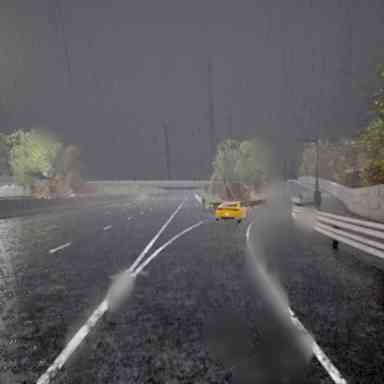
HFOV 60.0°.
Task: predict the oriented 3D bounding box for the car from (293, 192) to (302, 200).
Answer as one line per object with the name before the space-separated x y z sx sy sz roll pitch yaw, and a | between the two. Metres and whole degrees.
car | 26.310 0.919 82.662 2.097 1.767 4.553 0 4 19

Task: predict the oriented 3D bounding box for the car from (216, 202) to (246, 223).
car | 3.210 1.557 26.559 1.882 1.535 5.008 2 -2 15

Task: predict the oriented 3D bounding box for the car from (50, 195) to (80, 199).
car | -21.023 1.446 55.113 2.033 1.411 5.357 0 0 1

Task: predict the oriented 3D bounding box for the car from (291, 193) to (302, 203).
car | 22.827 1.703 73.227 1.812 1.442 4.674 0 3 20

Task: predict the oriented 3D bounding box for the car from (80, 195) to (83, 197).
car | -24.499 1.407 71.206 2.128 1.511 4.902 0 0 0

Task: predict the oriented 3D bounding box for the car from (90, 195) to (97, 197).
car | -20.999 1.406 71.258 1.812 1.442 4.674 0 0 0

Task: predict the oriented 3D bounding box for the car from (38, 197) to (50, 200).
car | -24.523 1.500 55.030 1.895 1.301 4.718 0 0 1
